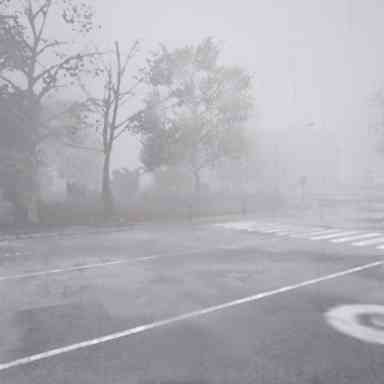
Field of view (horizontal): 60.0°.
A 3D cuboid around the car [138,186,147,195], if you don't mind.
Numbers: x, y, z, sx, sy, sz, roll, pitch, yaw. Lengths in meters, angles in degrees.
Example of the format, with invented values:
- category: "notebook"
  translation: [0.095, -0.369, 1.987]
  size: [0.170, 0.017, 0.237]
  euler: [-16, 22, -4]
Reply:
- category: "car"
  translation: [-7.171, -0.330, 61.830]
  size: [2.435, 2.045, 5.566]
  euler: [-2, 2, 16]

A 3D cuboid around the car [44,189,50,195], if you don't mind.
- category: "car"
  translation: [-33.052, -0.045, 81.783]
  size: [2.097, 1.535, 5.008]
  euler: [0, 3, 19]

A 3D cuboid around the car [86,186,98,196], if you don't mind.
- category: "car"
  translation: [-21.411, -0.173, 72.526]
  size: [2.435, 2.045, 5.566]
  euler: [-1, 3, 18]

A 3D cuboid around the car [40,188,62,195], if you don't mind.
- category: "car"
  translation: [-35.377, -0.075, 83.644]
  size: [2.097, 1.535, 5.008]
  euler: [-1, 3, 19]

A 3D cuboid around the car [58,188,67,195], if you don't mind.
- category: "car"
  translation: [-28.435, -0.109, 78.036]
  size: [2.185, 1.767, 4.553]
  euler: [-1, 3, 18]

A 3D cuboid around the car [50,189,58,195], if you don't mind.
- category: "car"
  translation: [-30.799, -0.008, 79.741]
  size: [1.946, 1.575, 5.366]
  euler: [0, 3, 18]

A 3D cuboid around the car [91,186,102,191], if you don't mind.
- category: "car"
  translation: [-19.047, 0.108, 70.720]
  size: [2.163, 1.488, 4.792]
  euler: [-1, 2, 17]
